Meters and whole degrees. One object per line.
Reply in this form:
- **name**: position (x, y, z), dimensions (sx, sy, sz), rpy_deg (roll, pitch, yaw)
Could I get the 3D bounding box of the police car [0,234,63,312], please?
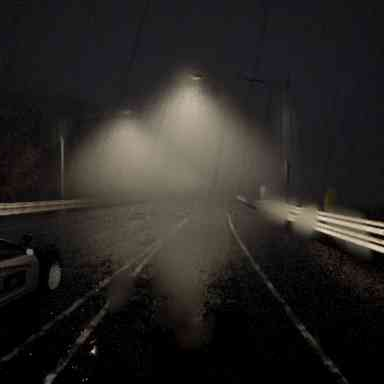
- **police car**: position (-4.125, 1.433, 6.007), dimensions (1.930, 1.638, 5.238), rpy_deg (0, 0, 5)
